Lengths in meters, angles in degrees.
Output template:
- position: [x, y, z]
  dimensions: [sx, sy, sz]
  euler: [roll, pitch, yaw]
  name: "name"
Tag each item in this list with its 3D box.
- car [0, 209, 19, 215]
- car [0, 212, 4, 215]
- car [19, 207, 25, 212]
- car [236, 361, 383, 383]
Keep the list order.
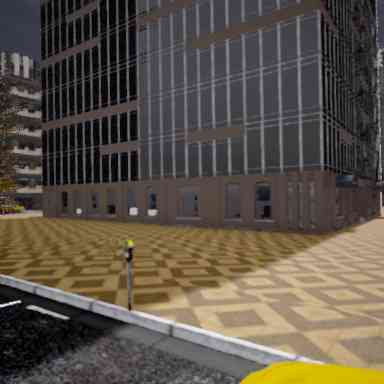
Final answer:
- position: [-25.366, 2.265, 43.309]
  dimensions: [1.967, 1.590, 4.097]
  euler: [-3, -2, 35]
  name: "car"
- position: [-6.752, 1.426, 7.711]
  dimensions: [5.009, 1.841, 2.192]
  euler: [-1, -1, 36]
  name: "car"
- position: [-29.015, 2.610, 52.565]
  dimensions: [1.752, 1.417, 4.829]
  euler: [-3, -2, 35]
  name: "car"
- position: [2.158, 1.513, 1.345]
  dimensions: [4.829, 1.417, 1.752]
  euler: [-1, -1, 36]
  name: "car"
